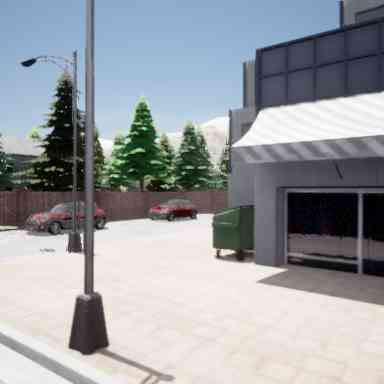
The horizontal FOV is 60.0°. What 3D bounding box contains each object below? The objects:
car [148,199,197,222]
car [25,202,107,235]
[{"bbox_3d":[-1.584,1.417,27.518,2.097,1.767,4.553,0,0,36],"label":"car"},{"bbox_3d":[-7.362,1.415,19.701,2.097,1.767,4.553,0,0,36],"label":"car"}]
